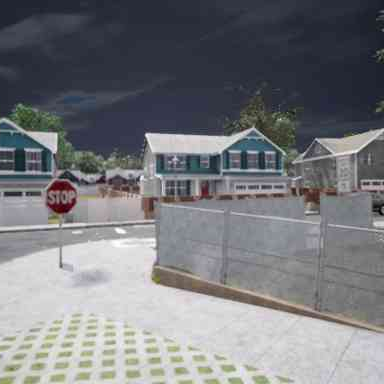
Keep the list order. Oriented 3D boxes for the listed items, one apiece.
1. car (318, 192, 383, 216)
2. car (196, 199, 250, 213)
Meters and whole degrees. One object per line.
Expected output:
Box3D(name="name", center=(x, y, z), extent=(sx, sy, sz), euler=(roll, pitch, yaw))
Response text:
Box3D(name="car", center=(10.356, 0.771, 21.079), extent=(4.892, 1.490, 1.837), euler=(-2, 0, -17))
Box3D(name="car", center=(1.023, 1.064, 18.088), extent=(5.357, 1.411, 2.033), euler=(-2, 0, -18))
